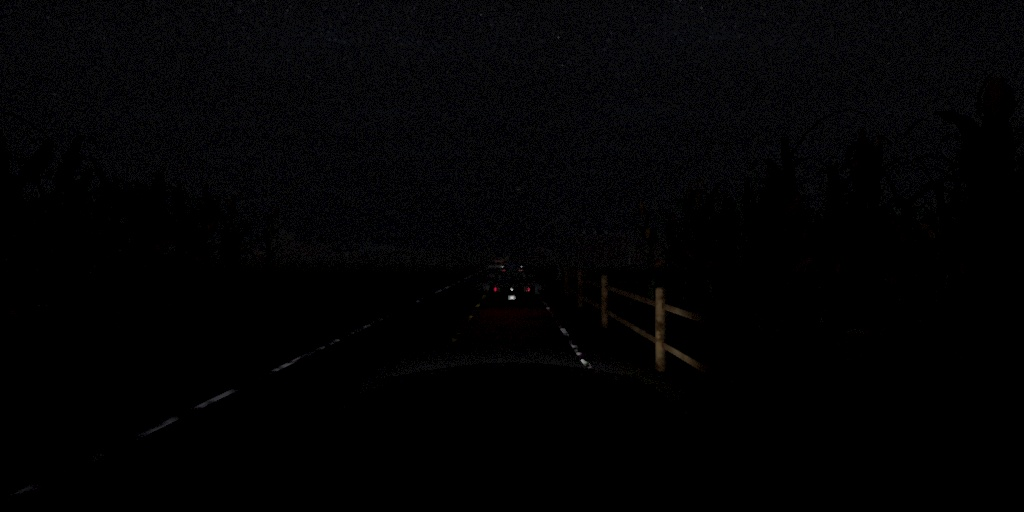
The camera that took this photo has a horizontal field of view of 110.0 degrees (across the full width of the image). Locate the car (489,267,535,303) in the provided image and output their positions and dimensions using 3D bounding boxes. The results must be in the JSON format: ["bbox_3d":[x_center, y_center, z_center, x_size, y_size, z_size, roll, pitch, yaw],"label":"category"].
[{"bbox_3d":[0.000,1.365,16.532,1.895,1.301,4.718,0,0,0],"label":"car"}]

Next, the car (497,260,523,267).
[{"bbox_3d":[0.000,1.330,31.503,1.994,1.385,4.181,0,0,0],"label":"car"}]
